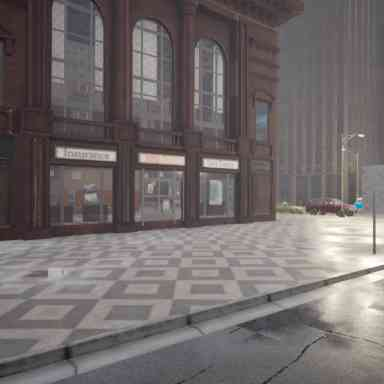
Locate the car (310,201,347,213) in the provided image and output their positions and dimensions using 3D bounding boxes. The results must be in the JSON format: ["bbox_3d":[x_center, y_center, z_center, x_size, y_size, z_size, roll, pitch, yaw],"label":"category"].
[{"bbox_3d":[17.637,1.901,43.110,1.802,1.307,4.206,-1,0,-35],"label":"car"}]

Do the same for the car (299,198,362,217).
[{"bbox_3d":[13.923,1.524,33.591,2.192,1.841,5.009,0,0,-35],"label":"car"}]

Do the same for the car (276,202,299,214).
[{"bbox_3d":[10.778,1.801,38.044,1.752,1.417,4.829,0,0,-35],"label":"car"}]
